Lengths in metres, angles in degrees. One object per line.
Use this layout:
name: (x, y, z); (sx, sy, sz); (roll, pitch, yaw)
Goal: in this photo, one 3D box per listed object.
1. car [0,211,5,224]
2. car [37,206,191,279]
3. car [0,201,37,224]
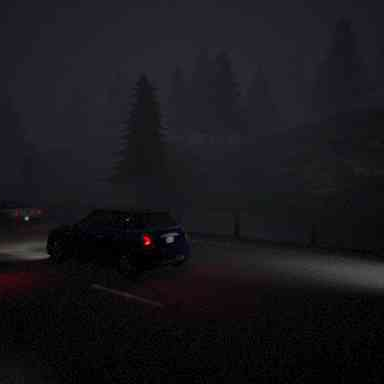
car: (-7.546, 1.290, 9.375); (5.008, 1.535, 1.882); (1, 1, 35)
car: (-2.304, 1.235, 9.935); (4.553, 1.767, 2.097); (1, 1, 35)
car: (-11.478, 1.211, 20.777); (4.718, 1.301, 1.895); (2, 1, 35)
